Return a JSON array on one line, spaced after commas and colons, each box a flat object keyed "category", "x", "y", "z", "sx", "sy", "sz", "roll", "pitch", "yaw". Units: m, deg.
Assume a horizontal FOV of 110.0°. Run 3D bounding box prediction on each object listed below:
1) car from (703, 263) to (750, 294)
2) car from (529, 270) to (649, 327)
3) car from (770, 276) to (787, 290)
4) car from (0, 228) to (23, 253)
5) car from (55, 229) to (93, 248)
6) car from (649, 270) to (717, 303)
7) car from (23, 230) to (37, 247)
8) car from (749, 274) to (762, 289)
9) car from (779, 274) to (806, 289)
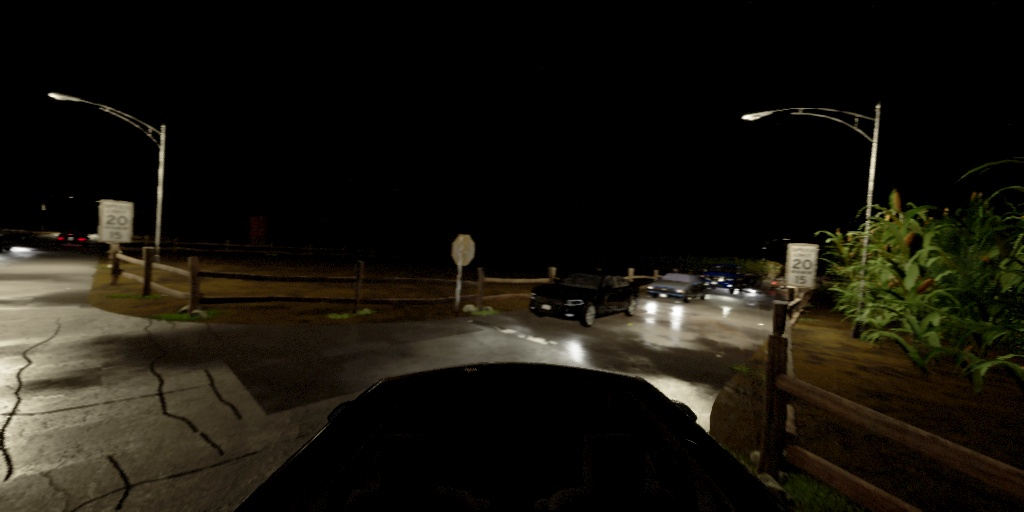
[{"category": "car", "x": 15.916, "y": 1.621, "z": 27.006, "sx": 2.150, "sy": 2.045, "sz": 5.566, "roll": 5, "pitch": 2, "yaw": 41}, {"category": "car", "x": 2.563, "y": 1.221, "z": 11.856, "sx": 1.882, "sy": 1.535, "sz": 5.008, "roll": 5, "pitch": 2, "yaw": 40}, {"category": "car", "x": 25.742, "y": 2.594, "z": 33.794, "sx": 1.895, "sy": 1.301, "sz": 4.718, "roll": 5, "pitch": 2, "yaw": 42}, {"category": "car", "x": -32.039, "y": -1.043, "z": 21.723, "sx": 4.902, "sy": 1.511, "sz": 2.128, "roll": 4, "pitch": 1, "yaw": 42}, {"category": "car", "x": -38.912, "y": -1.538, "z": 31.756, "sx": 5.357, "sy": 1.411, "sz": 2.033, "roll": 4, "pitch": 1, "yaw": 41}, {"category": "car", "x": 9.121, "y": 1.610, "z": 19.357, "sx": 2.033, "sy": 1.411, "sz": 5.357, "roll": 5, "pitch": 2, "yaw": 41}, {"category": "car", "x": -39.437, "y": -1.479, "z": 28.360, "sx": 4.718, "sy": 1.301, "sz": 1.895, "roll": 4, "pitch": 1, "yaw": 42}, {"category": "car", "x": 22.759, "y": 2.353, "z": 34.721, "sx": 1.895, "sy": 1.301, "sz": 4.718, "roll": 5, "pitch": 2, "yaw": 42}, {"category": "car", "x": 32.296, "y": 2.877, "z": 41.280, "sx": 2.033, "sy": 1.411, "sz": 5.357, "roll": 5, "pitch": 2, "yaw": 42}]
